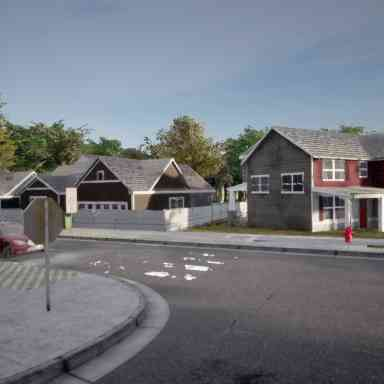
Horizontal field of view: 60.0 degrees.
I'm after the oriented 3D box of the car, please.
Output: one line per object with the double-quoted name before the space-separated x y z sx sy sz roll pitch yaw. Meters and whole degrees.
"car" -8.646 2.156 15.606 4.674 1.442 1.812 -2 0 30
